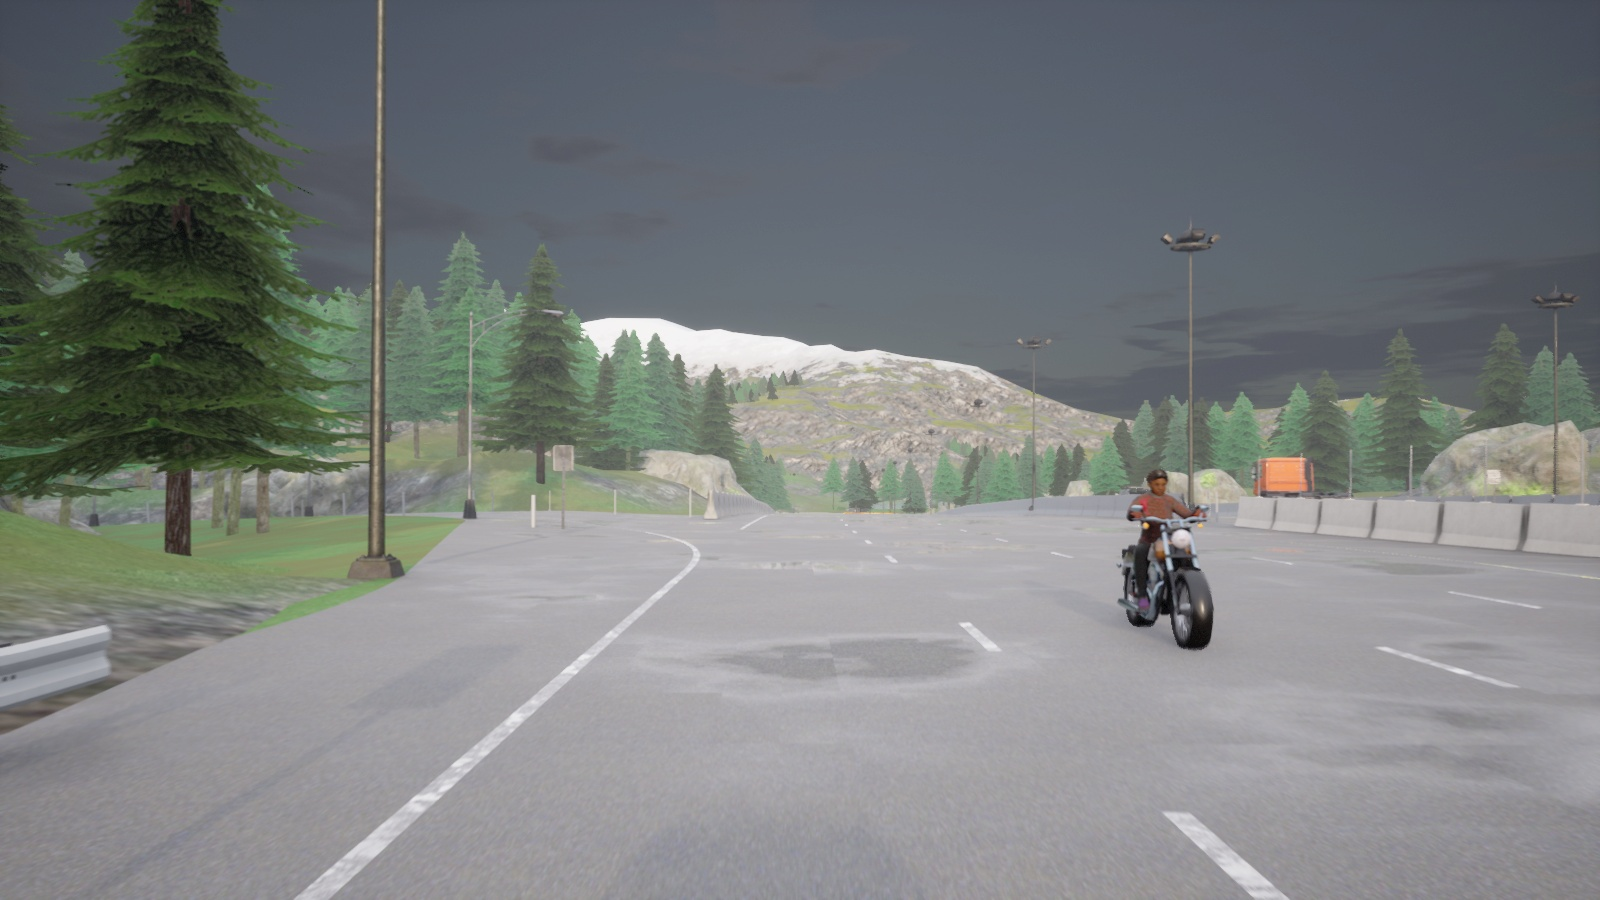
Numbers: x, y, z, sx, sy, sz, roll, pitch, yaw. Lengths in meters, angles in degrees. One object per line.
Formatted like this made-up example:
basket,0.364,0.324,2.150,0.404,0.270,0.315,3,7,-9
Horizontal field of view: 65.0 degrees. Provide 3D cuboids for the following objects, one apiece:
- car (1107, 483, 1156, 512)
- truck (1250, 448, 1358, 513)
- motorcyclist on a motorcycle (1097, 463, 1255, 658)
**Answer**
car,21.307,3.080,80.892,1.932,1.855,4.605,0,-3,1
truck,28.194,1.782,70.626,2.891,3.462,7.936,0,-3,1
motorcyclist on a motorcycle,3.468,0.956,11.840,0.766,1.649,2.350,0,-1,0
